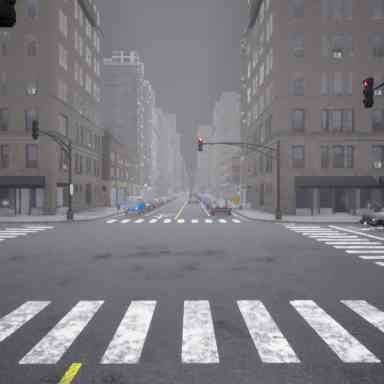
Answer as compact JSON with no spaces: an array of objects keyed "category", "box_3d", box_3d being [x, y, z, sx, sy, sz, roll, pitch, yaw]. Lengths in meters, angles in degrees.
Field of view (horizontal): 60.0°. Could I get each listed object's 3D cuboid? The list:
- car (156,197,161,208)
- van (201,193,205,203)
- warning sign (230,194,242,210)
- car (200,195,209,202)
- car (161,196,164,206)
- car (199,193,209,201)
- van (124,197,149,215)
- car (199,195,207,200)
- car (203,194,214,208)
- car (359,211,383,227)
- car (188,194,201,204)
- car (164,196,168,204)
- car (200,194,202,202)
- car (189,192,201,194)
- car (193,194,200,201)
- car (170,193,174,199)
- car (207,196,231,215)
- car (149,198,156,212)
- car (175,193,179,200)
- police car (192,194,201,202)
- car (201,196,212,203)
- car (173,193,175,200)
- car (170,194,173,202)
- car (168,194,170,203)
[{"category":"car","box_3d":[-5.674,1.568,44.760,1.947,1.339,4.313,0,0,0]},{"category":"van","box_3d":[2.899,1.343,56.066,1.690,1.788,3.998,0,0,0]},{"category":"warning sign","box_3d":[5.230,1.118,39.374,1.300,1.860,1.060,0,0,0]},{"category":"car","box_3d":[2.994,1.436,78.744,1.967,1.590,4.097,0,0,0]},{"category":"car","box_3d":[-5.651,1.585,50.428,1.802,1.307,4.206,0,0,0]},{"category":"car","box_3d":[3.018,1.308,84.413,2.192,1.841,5.009,0,0,0]},{"category":"van","box_3d":[-5.722,1.343,33.423,1.690,1.788,3.998,0,0,0]},{"category":"car","box_3d":[3.042,1.557,90.083,1.947,1.339,4.313,0,0,0]},{"category":"car","box_3d":[2.851,1.443,44.728,1.967,1.590,4.097,0,0,0]},{"category":"car","box_3d":[13.453,1.561,20.724,5.357,1.411,2.033,0,0,0]},{"category":"car","box_3d":[0.261,1.565,62.960,1.994,1.385,4.181,0,0,0]},{"category":"car","box_3d":[-5.627,1.568,56.097,1.947,1.339,4.313,0,0,0]},{"category":"car","box_3d":[2.923,1.526,61.905,1.752,1.417,4.829,0,0,0]},{"category":"car","box_3d":[0.303,1.038,72.994,2.150,2.045,5.566,0,0,0]},{"category":"car","box_3d":[1.159,1.447,89.582,1.801,1.575,5.366,0,0,0]},{"category":"car","box_3d":[-5.555,1.543,73.101,1.887,1.381,4.507,0,0,0]},{"category":"car","box_3d":[2.804,1.442,33.390,1.967,1.590,4.097,0,0,0]},{"category":"car","box_3d":[-5.698,1.442,39.092,1.967,1.590,4.097,0,0,0]},{"category":"car","box_3d":[-5.484,1.306,90.106,2.192,1.841,5.009,0,0,0]},{"category":"police car","box_3d":[1.126,1.421,79.487,1.930,1.638,5.238,0,0,-1]},{"category":"car","box_3d":[2.947,1.551,67.405,2.008,1.369,4.403,0,0,0]},{"category":"car","box_3d":[-5.532,1.521,78.599,1.752,1.417,4.829,0,0,0]},{"category":"car","box_3d":[-5.579,1.566,67.433,1.947,1.339,4.313,0,0,0]},{"category":"car","box_3d":[-5.604,1.527,61.595,1.752,1.417,4.829,0,0,0]}]
